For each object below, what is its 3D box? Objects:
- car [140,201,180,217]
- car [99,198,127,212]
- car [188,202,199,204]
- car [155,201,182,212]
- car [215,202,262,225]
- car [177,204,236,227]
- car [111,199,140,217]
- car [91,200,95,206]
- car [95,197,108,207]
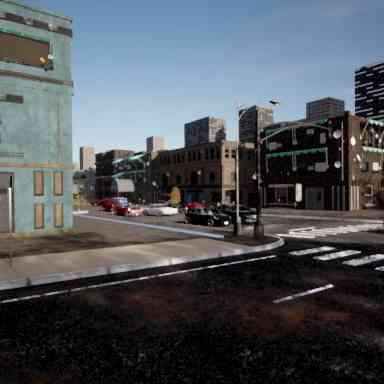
[{"bbox_3d":[-3.452,1.954,35.972,1.895,1.301,4.718,-1,0,-36],"label":"car"},{"bbox_3d":[-10.812,1.973,46.311,1.882,1.535,5.008,-1,1,-35],"label":"car"},{"bbox_3d":[-0.044,1.902,41.145,1.802,1.307,4.206,-2,0,-36],"label":"car"},{"bbox_3d":[-3.262,1.964,45.648,1.802,1.307,4.206,-2,0,-36],"label":"car"},{"bbox_3d":[3.395,1.723,26.433,1.837,1.490,4.892,-1,0,-34],"label":"car"},{"bbox_3d":[1.107,1.813,24.910,1.947,1.339,4.313,-2,0,-36],"label":"car"},{"bbox_3d":[-6.865,1.845,36.271,1.967,1.590,4.097,-1,0,-36],"label":"car"},{"bbox_3d":[-19.354,2.226,68.165,1.887,1.381,4.507,-1,0,-36],"label":"car"},{"bbox_3d":[-16.141,1.938,63.662,2.192,1.841,5.009,-1,0,-36],"label":"car"}]
